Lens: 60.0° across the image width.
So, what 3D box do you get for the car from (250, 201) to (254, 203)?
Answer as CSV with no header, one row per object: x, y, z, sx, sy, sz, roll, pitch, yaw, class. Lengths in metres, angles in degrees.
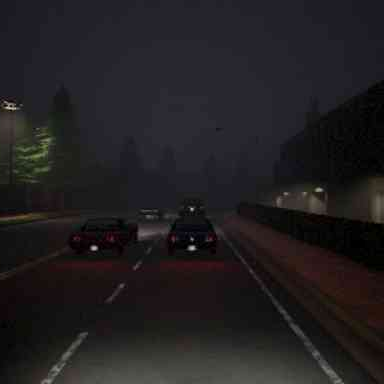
15.446,2.297,75.417,4.718,1.301,1.895,0,-1,-29,car

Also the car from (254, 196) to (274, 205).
16.735,1.896,72.119,5.566,2.045,2.150,0,-1,-32,car

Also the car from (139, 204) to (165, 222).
-3.479,1.766,29.297,2.128,1.511,4.902,0,0,1,car

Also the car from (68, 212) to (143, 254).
-3.497,1.733,14.109,1.895,1.301,4.718,0,0,0,car

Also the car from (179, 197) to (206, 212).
0.008,1.487,29.031,2.150,2.045,5.566,0,0,0,car

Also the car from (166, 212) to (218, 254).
0.003,1.733,14.109,1.895,1.301,4.718,0,0,0,car
